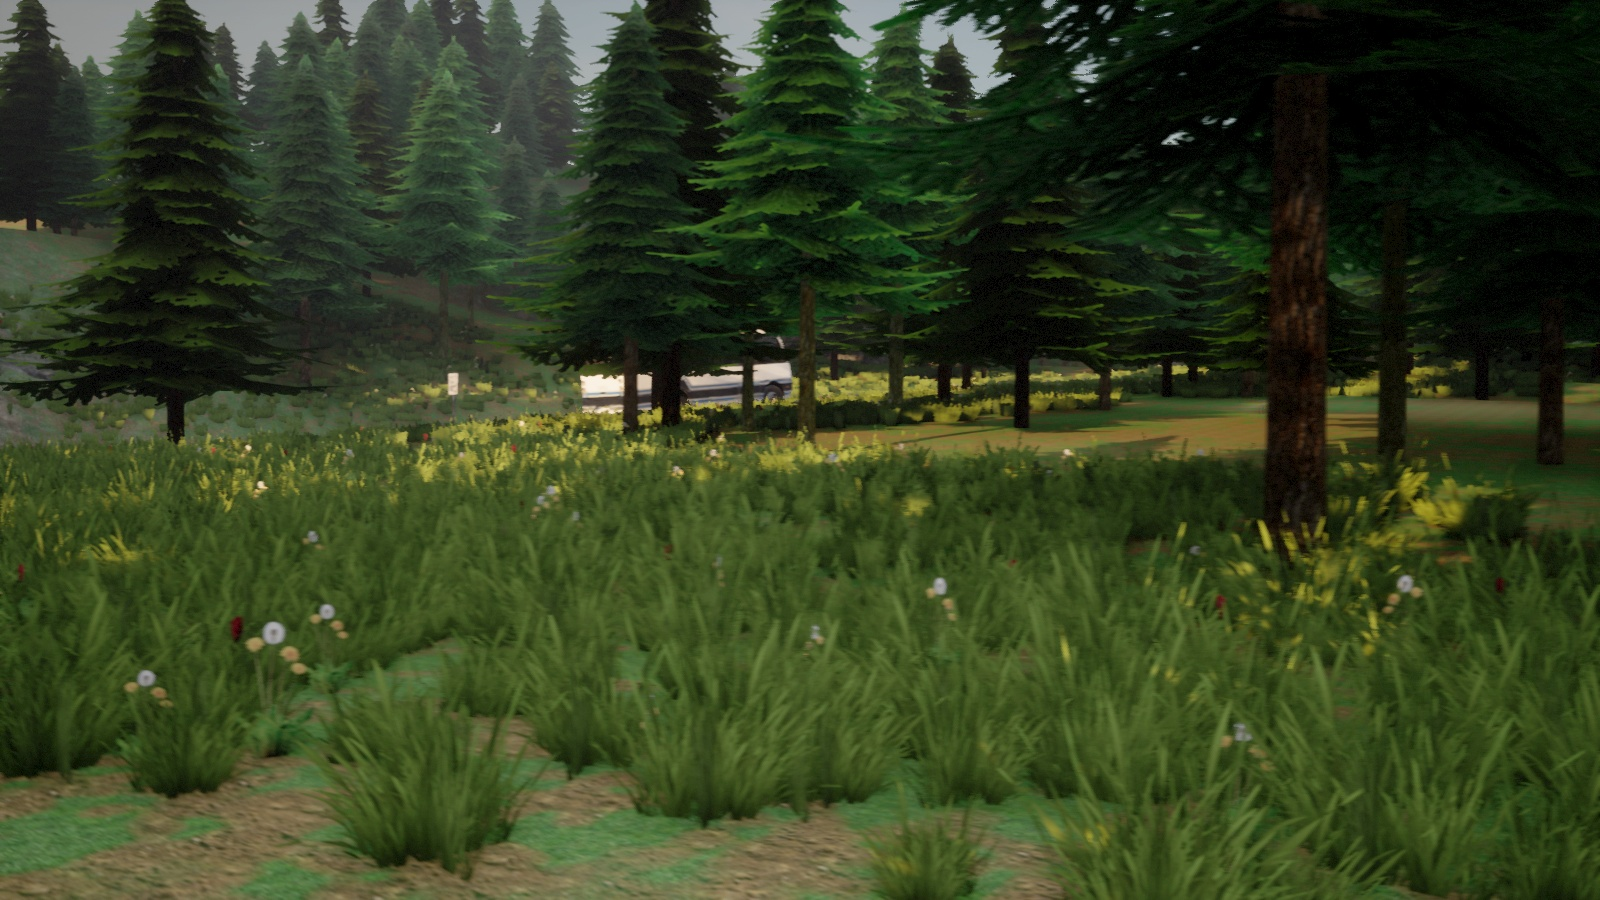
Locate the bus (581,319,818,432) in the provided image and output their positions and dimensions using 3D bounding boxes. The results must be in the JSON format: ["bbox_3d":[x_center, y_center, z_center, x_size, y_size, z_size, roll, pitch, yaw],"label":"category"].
[{"bbox_3d":[-4.355,-3.492,57.073,10.273,4.253,3.944,-9,5,-44],"label":"bus"}]
